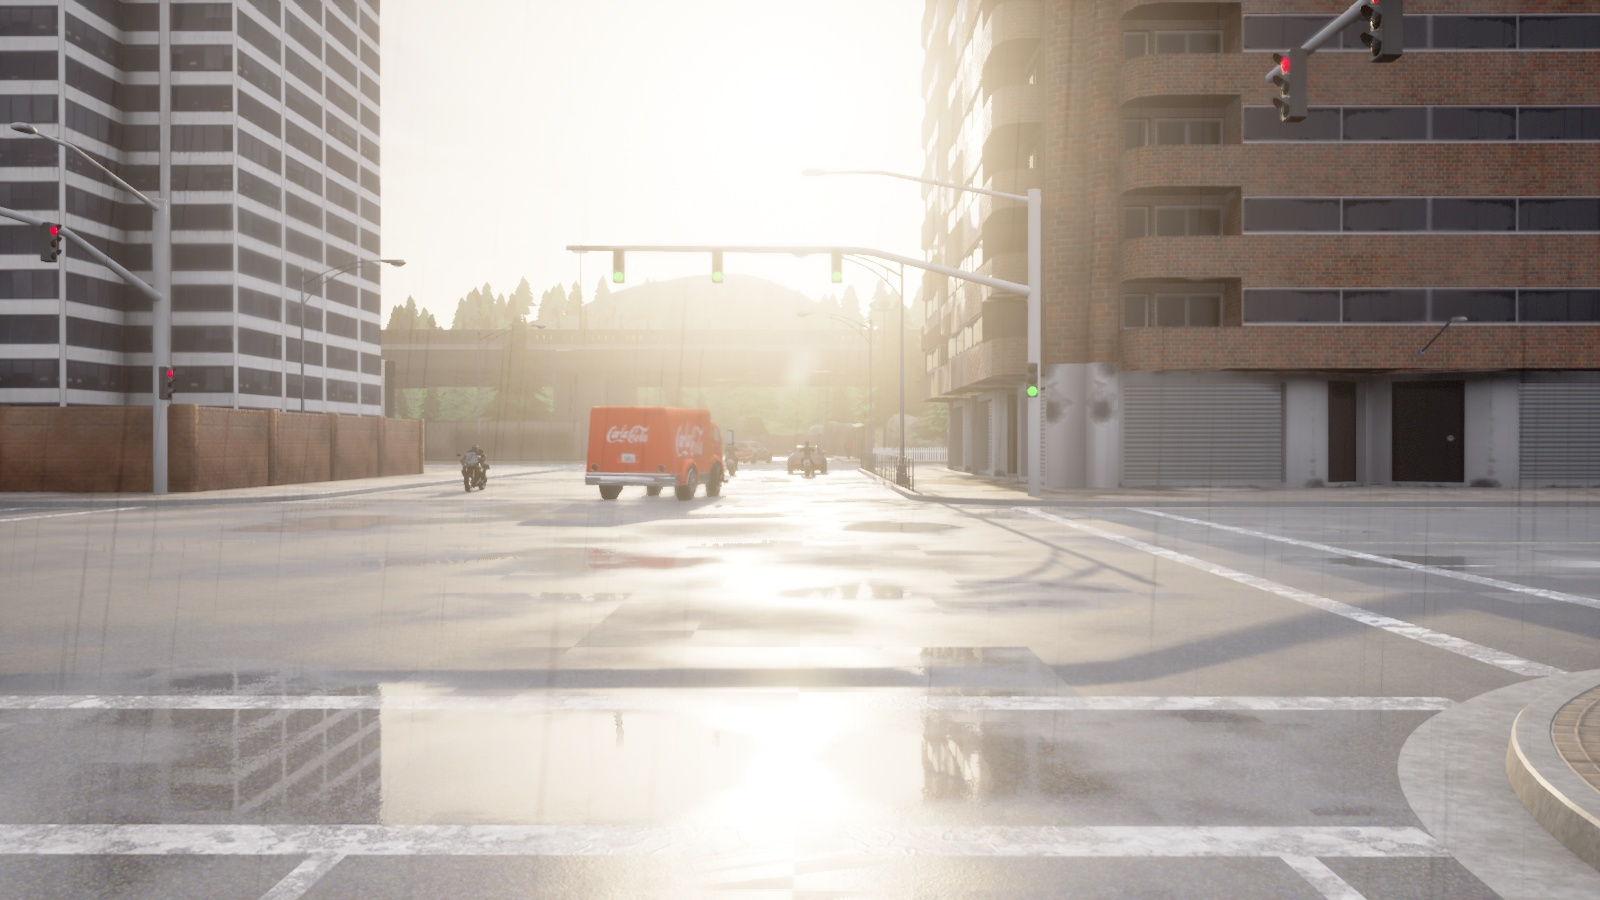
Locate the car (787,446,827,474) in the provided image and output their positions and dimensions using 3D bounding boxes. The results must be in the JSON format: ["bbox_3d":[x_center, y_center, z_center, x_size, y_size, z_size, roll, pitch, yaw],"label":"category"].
[{"bbox_3d":[0.362,0.485,63.829,1.994,1.385,4.181,0,0,0],"label":"car"}]

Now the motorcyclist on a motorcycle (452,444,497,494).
[{"bbox_3d":[-10.268,0.571,39.696,0.866,1.530,2.191,0,0,0],"label":"motorcyclist on a motorcycle"}]

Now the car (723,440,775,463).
[{"bbox_3d":[-3.622,0.098,90.160,2.242,1.667,4.611,0,0,19],"label":"car"}]

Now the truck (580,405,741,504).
[{"bbox_3d":[-3.682,0.082,34.337,2.627,2.467,5.204,1,0,15],"label":"truck"}]
